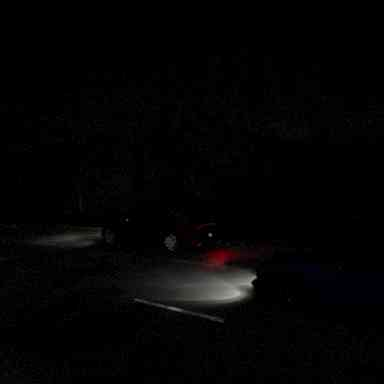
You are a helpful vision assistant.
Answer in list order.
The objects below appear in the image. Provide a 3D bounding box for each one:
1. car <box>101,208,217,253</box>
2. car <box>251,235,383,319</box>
[{"bbox_3d":[-1.447,1.385,13.253,5.008,1.535,1.882,0,0,32],"label":"car"},{"bbox_3d":[3.799,1.476,5.723,5.357,1.411,2.033,0,0,34],"label":"car"}]
